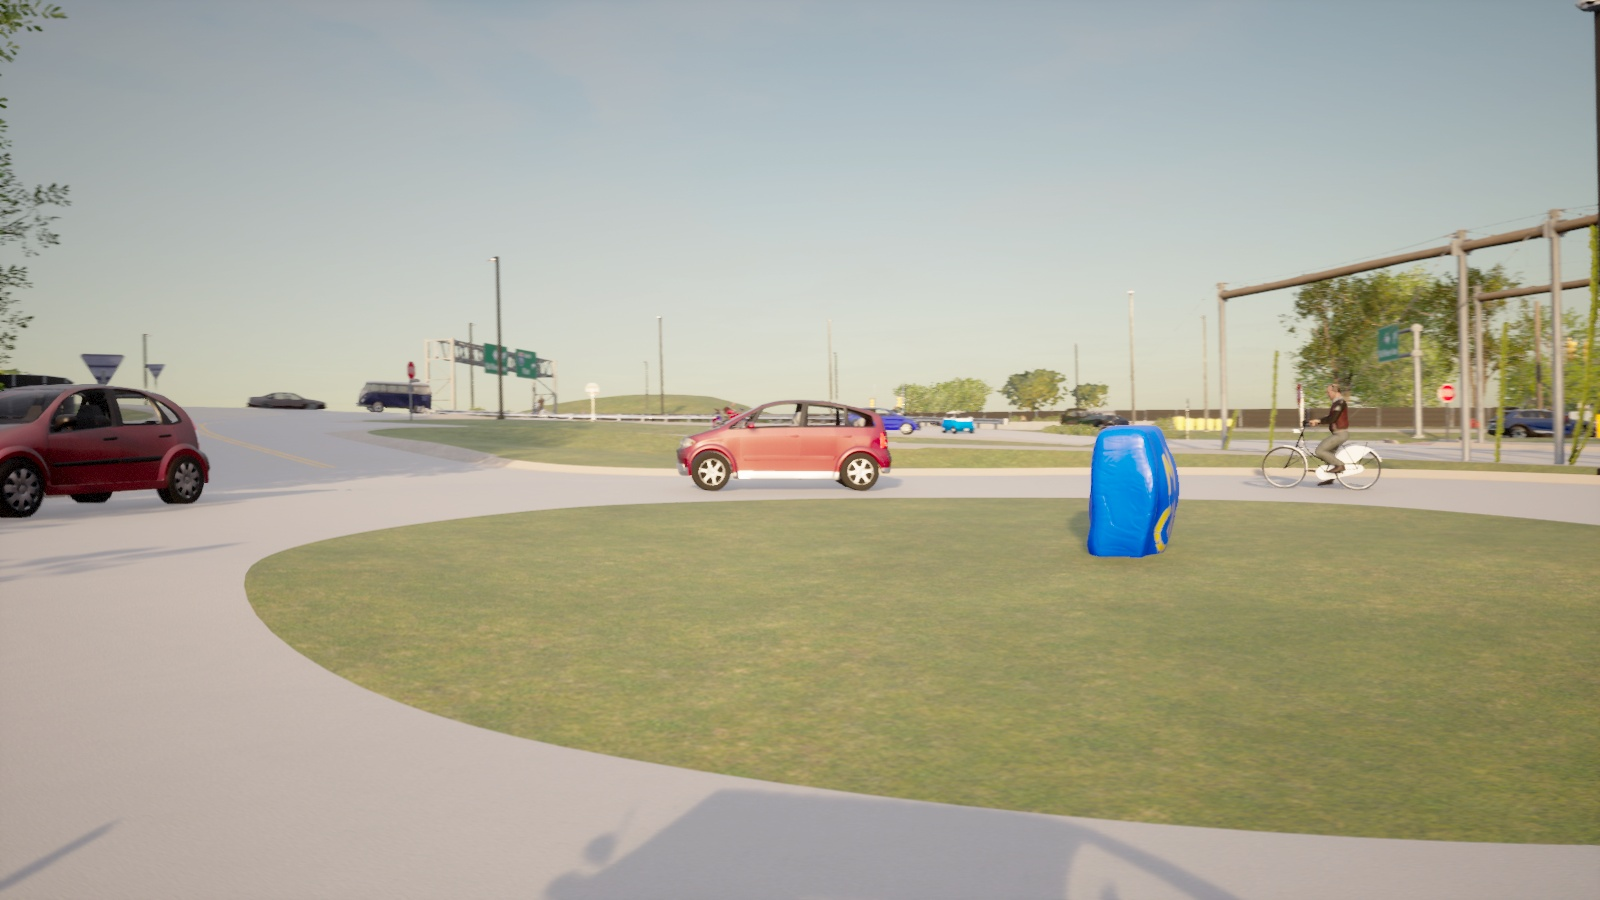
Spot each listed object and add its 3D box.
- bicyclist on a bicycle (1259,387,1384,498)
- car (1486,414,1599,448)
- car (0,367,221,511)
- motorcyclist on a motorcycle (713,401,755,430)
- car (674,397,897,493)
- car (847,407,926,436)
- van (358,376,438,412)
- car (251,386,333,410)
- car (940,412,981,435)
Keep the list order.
[{"bbox_3d":[8.638,-0.148,20.865,1.843,1.776,0.659,2,2,20],"label":"bicyclist on a bicycle"},{"bbox_3d":[37.362,-0.957,62.890,4.856,1.649,2.033,1,1,9],"label":"car"},{"bbox_3d":[-9.504,-0.153,15.898,1.851,1.617,3.988,0,1,14],"label":"car"},{"bbox_3d":[-3.763,-1.962,71.537,2.191,1.530,0.866,3,1,10],"label":"motorcyclist on a motorcycle"},{"bbox_3d":[-0.311,-0.095,21.823,3.705,1.549,1.789,1,1,-5],"label":"car"},{"bbox_3d":[4.846,-1.590,70.012,4.193,1.474,1.816,2,1,9],"label":"car"},{"bbox_3d":[-25.166,-3.494,78.663,4.442,1.987,1.775,2,2,-32],"label":"van"},{"bbox_3d":[-36.509,-3.722,90.407,5.357,1.411,2.033,1,0,-20],"label":"car"},{"bbox_3d":[9.757,-1.623,76.439,1.481,1.376,2.207,-1,3,-25],"label":"car"}]
